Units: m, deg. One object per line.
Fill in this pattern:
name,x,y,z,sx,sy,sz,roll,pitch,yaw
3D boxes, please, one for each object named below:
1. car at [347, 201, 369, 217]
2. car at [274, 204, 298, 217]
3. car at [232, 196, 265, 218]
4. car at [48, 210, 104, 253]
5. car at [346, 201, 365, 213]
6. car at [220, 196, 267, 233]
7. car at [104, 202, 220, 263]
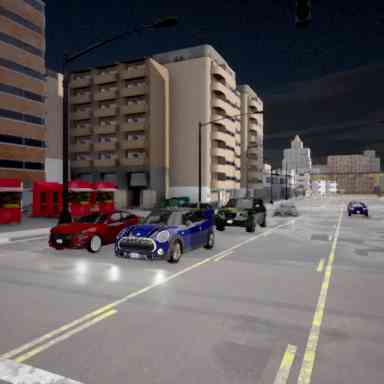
car,18.111,1.903,36.292,1.812,1.442,4.674,0,-1,26
car,10.288,1.933,36.331,1.895,1.301,4.718,0,-1,25
car,6.197,1.516,35.871,2.150,2.045,5.566,0,1,24
car,-3.803,1.518,14.280,1.882,1.535,5.008,0,0,23
car,22.359,1.992,45.593,2.128,1.511,4.902,0,-1,25
car,3.260,1.355,21.162,2.150,2.045,5.566,0,-1,25
car,-0.828,1.394,12.331,2.097,1.767,4.553,0,0,25
